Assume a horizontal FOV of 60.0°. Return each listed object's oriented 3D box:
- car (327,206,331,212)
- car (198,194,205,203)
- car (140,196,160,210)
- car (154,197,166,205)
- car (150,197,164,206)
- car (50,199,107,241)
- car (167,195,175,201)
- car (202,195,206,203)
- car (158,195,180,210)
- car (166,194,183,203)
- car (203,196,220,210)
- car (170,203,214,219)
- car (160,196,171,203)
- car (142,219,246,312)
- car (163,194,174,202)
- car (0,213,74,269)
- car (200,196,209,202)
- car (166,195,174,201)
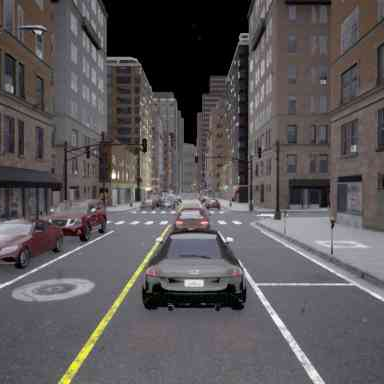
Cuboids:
[{"bbox_3d":[16.096,1.422,32.290,5.357,1.411,2.033,0,1,0],"label":"car"},{"bbox_3d":[2.782,1.595,65.962,1.887,1.381,4.507,-1,0,0],"label":"car"},{"bbox_3d":[-5.721,1.600,43.673,1.802,1.307,4.206,-1,0,0],"label":"car"},{"bbox_3d":[-5.738,1.566,60.198,1.752,1.417,4.829,-1,0,0],"label":"car"},{"bbox_3d":[-5.733,1.577,54.803,1.887,1.381,4.507,-1,0,0],"label":"car"},{"bbox_3d":[-5.696,1.315,16.673,2.192,1.841,5.009,-1,0,0],"label":"car"},{"bbox_3d":[-5.773,1.546,93.758,1.967,1.590,4.097,-1,0,0],"label":"car"},{"bbox_3d":[2.798,1.550,49.443,1.752,1.417,4.829,-1,0,0],"label":"car"},{"bbox_3d":[-3.143,1.511,44.373,2.128,1.511,4.902,0,0,0],"label":"car"},{"bbox_3d":[-3.144,1.526,56.035,2.128,1.511,4.902,0,0,0],"label":"car"},{"bbox_3d":[2.804,1.600,43.710,1.802,1.307,4.206,-1,0,0],"label":"car"},{"bbox_3d":[0.003,1.526,16.957,1.812,1.442,4.674,0,0,0],"label":"car"},{"bbox_3d":[-5.750,1.611,71.497,2.008,1.369,4.403,-1,0,0],"label":"car"},{"bbox_3d":[0.058,1.563,7.820,1.994,1.385,4.181,0,0,1],"label":"car"},{"bbox_3d":[-5.764,1.399,82.628,2.192,1.841,5.009,-1,0,0],"label":"car"},{"bbox_3d":[-5.687,1.581,11.091,1.802,1.307,4.206,-1,0,0],"label":"car"},{"bbox_3d":[2.770,1.616,77.090,1.887,1.381,4.507,-1,0,0],"label":"car"},{"bbox_3d":[-5.766,1.640,88.193,1.887,1.381,4.507,-1,0,0],"label":"car"}]
